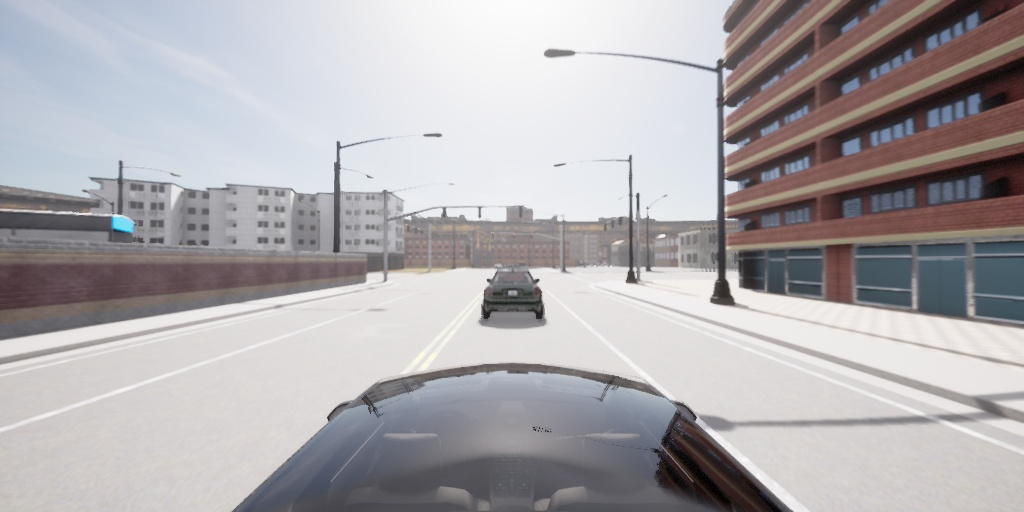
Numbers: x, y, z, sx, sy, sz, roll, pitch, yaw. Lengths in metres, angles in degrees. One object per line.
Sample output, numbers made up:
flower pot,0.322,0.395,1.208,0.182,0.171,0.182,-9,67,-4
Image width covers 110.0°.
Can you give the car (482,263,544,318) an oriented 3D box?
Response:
car,0.046,1.270,13.984,2.097,1.767,4.553,0,-1,1
